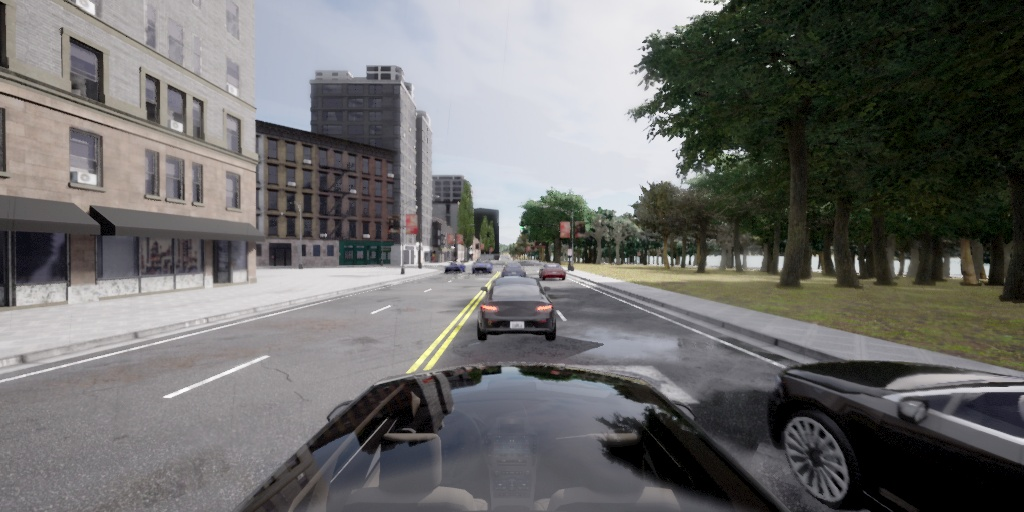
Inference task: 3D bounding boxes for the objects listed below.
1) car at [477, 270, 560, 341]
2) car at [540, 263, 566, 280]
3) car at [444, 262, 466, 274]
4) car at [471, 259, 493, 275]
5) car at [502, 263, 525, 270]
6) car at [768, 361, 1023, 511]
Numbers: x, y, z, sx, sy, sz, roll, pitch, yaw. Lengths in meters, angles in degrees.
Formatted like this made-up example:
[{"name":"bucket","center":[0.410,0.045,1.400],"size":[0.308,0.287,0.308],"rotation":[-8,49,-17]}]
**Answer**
[{"name":"car","center":[0.105,1.273,9.778],"size":[1.812,1.442,4.674],"rotation":[0,0,0]},{"name":"car","center":[3.399,1.298,30.616],"size":[1.994,1.385,4.181],"rotation":[0,0,0]},{"name":"car","center":[-6.455,1.327,41.129],"size":[1.895,1.301,4.718],"rotation":[0,0,1]},{"name":"car","center":[-3.228,1.079,39.431],"size":[2.097,1.767,4.553],"rotation":[0,0,1]},{"name":"car","center":[0.147,1.299,29.692],"size":[1.994,1.385,4.181],"rotation":[0,0,0]},{"name":"car","center":[3.348,1.243,1.433],"size":[2.128,1.511,4.902],"rotation":[0,0,0]}]
